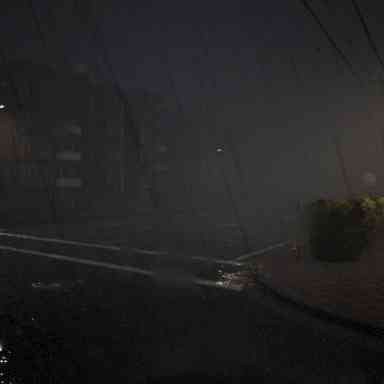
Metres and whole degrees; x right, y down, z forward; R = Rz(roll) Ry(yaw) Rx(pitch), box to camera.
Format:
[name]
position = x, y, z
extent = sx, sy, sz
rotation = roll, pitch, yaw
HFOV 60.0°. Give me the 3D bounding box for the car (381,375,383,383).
[car]
position = 3.424, 1.336, 1.549
extent = 4.553, 1.767, 2.097
rotation = -1, -1, 35
